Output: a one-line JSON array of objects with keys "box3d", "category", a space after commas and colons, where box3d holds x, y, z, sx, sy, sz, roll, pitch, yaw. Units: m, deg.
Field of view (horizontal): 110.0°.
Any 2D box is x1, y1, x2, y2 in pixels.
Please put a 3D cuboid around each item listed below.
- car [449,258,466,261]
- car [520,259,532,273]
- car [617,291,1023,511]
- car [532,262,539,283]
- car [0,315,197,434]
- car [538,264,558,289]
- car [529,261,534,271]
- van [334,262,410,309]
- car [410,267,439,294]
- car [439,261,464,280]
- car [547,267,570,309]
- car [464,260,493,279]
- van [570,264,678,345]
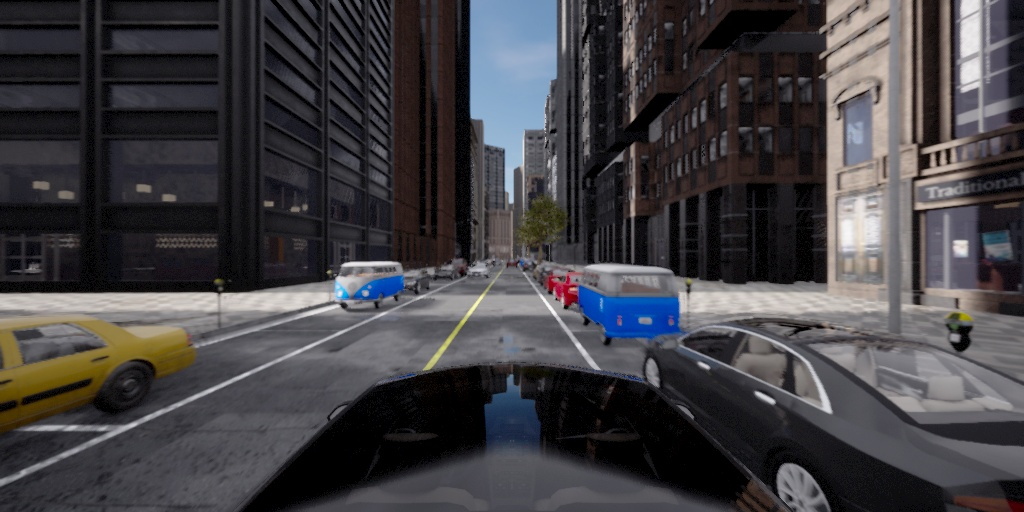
[{"box3d": [-5.769, 1.168, 37.358, 2.192, 1.841, 5.009, 0, 0, 0], "category": "car"}, {"box3d": [2.344, 1.410, 47.043, 1.812, 1.442, 4.674, 0, 0, 0], "category": "car"}, {"box3d": [2.762, 1.306, 3.660, 2.007, 1.370, 4.403, 0, 0, 0], "category": "car"}, {"box3d": [2.758, 1.369, 26.127, 2.007, 1.370, 4.403, 0, 0, 0], "category": "car"}, {"box3d": [-5.763, 1.281, 3.476, 1.751, 1.417, 4.829, 0, 0, 0], "category": "car"}, {"box3d": [2.759, 1.348, 20.515, 1.888, 1.381, 4.507, 0, 0, 0], "category": "car"}, {"box3d": [2.757, 1.361, 31.921, 1.751, 1.417, 4.829, 0, 0, 0], "category": "car"}, {"box3d": [-5.765, 1.128, 14.884, 1.690, 1.789, 3.998, 0, 0, 0], "category": "van"}, {"box3d": [-5.766, 1.354, 20.502, 2.007, 1.370, 4.403, 0, 0, 0], "category": "car"}, {"box3d": [-5.768, 1.387, 31.740, 2.007, 1.370, 4.403, 0, 0, 0], "category": "car"}, {"box3d": [2.760, 1.332, 14.896, 1.888, 1.381, 4.507, 0, 0, 0], "category": "car"}, {"box3d": [-3.098, 1.368, 33.763, 1.812, 1.442, 4.674, 0, 0, 0], "category": "car"}, {"box3d": [2.761, 1.112, 9.278, 1.690, 1.789, 3.998, 0, 0, 0], "category": "van"}]
